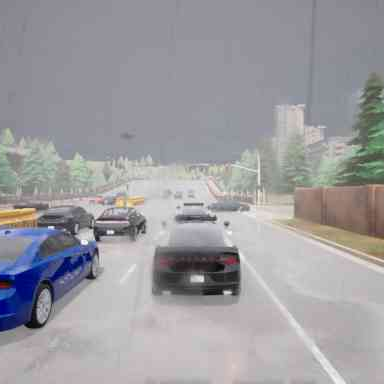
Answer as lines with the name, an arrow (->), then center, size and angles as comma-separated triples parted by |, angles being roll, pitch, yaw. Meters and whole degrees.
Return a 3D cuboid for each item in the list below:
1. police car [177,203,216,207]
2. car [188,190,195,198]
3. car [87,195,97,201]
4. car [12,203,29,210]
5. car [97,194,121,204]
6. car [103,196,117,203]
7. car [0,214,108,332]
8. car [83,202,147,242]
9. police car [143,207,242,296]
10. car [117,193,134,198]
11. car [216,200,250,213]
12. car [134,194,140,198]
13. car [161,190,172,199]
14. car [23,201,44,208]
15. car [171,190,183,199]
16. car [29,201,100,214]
police car -> 0.092, 1.425, 18.723 | 1.930, 1.638, 5.238 | 0, 0, 0
car -> -0.154, 0.931, 91.272 | 1.895, 1.301, 4.718 | 0, 4, 0
car -> -17.579, 1.352, 60.746 | 2.097, 1.767, 4.553 | 0, 0, 0
car -> -6.903, 1.352, 9.519 | 2.097, 1.767, 4.553 | 0, 0, 0
car -> -14.077, 1.489, 56.786 | 2.128, 1.511, 4.902 | 0, 0, -1
car -> -17.538, 1.552, 71.102 | 1.994, 1.385, 4.181 | 0, 0, 0
car -> -3.403, 1.478, 6.974 | 1.882, 1.535, 5.008 | 0, 0, 0
car -> -3.415, 1.492, 16.480 | 2.128, 1.511, 4.902 | 0, 0, 1
police car -> 0.097, 1.425, 8.820 | 1.930, 1.638, 5.238 | 0, 0, 0
car -> -14.029, 1.478, 69.073 | 1.882, 1.535, 5.008 | 0, 0, 0
car -> 4.262, 1.564, 36.892 | 4.181, 1.385, 1.994 | 0, 0, 7
car -> -14.102, 1.298, 82.389 | 1.882, 1.535, 5.008 | 0, 2, 0
car -> -7.138, 1.071, 88.486 | 1.994, 1.385, 4.181 | 0, 4, 0
car -> -17.614, 1.601, 36.329 | 1.895, 1.301, 4.718 | 0, 0, 0
car -> -3.635, 0.903, 88.063 | 2.097, 1.767, 4.553 | 0, 3, 0
car -> -6.906, 1.505, 18.682 | 1.837, 1.490, 4.892 | 0, 0, 0
